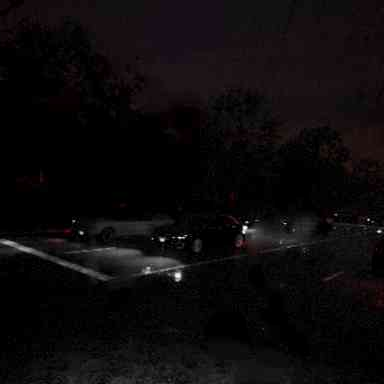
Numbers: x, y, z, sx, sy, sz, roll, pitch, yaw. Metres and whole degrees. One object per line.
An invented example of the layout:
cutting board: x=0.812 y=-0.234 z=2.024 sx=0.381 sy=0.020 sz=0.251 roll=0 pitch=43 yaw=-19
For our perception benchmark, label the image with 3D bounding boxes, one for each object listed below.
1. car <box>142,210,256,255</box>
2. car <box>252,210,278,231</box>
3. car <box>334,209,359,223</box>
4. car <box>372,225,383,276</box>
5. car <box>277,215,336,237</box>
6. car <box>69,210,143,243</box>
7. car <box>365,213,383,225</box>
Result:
car: x=0.483 y=1.612 z=13.939 sx=1.837 sy=1.490 sz=4.892 roll=4 pitch=0 yaw=40
car: x=5.151 y=2.061 z=24.988 sx=1.994 sy=1.385 sz=4.181 roll=4 pitch=0 yaw=40
car: x=19.558 y=2.962 z=42.084 sx=2.097 sy=1.767 sz=4.553 roll=4 pitch=0 yaw=40
car: x=7.727 y=2.088 z=11.549 sx=1.882 sy=1.535 sz=5.008 roll=4 pitch=0 yaw=40
car: x=7.988 y=2.289 z=22.935 sx=1.895 sy=1.301 sz=4.718 roll=4 pitch=0 yaw=40
car: x=-3.056 y=1.463 z=15.162 sx=1.895 sy=1.301 sz=4.718 roll=4 pitch=0 yaw=40
car: x=22.178 y=3.298 z=39.780 sx=1.837 sy=1.490 sz=4.892 roll=4 pitch=-1 yaw=40
